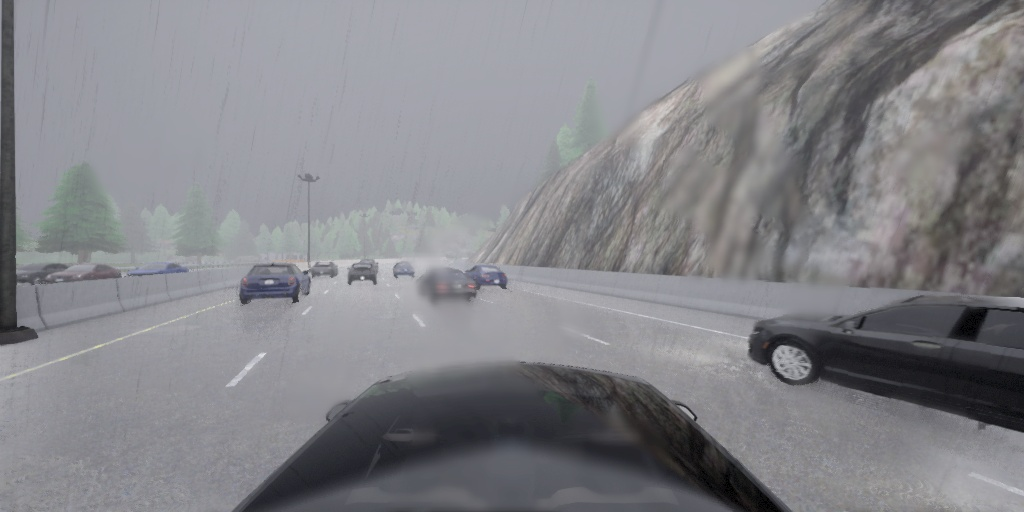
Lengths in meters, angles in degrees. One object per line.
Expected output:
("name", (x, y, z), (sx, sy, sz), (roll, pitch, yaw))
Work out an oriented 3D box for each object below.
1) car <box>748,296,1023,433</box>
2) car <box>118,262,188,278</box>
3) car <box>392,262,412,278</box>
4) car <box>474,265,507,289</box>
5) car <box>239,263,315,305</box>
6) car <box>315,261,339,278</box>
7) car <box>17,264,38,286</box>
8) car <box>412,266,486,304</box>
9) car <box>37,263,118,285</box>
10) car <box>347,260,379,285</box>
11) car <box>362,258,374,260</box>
("car", (5.687, 1.255, 4.495), (1.837, 1.490, 4.892), (0, 0, -23))
("car", (-26.410, 1.227, 26.849), (1.882, 1.535, 5.008), (0, 0, -21))
("car", (-10.417, 1.297, 34.458), (2.033, 1.411, 5.357), (0, 0, -20))
("car", (-1.758, 1.276, 22.359), (1.812, 1.442, 4.674), (0, 0, -23))
("car", (-10.710, 1.102, 16.547), (2.097, 1.767, 4.553), (0, 0, -23))
("car", (-17.658, 1.241, 33.956), (2.128, 1.511, 4.902), (0, 0, -20))
("car", (-33.256, 1.255, 25.179), (1.837, 1.490, 4.892), (0, 0, -21))
("car", (-3.113, 1.297, 16.510), (2.033, 1.411, 5.357), (0, 0, -23))
("car", (-29.385, 1.275, 24.824), (1.812, 1.442, 4.674), (0, 0, -21))
("car", (-11.034, 1.252, 26.483), (1.837, 1.490, 4.892), (0, -1, -22))
("car", (-16.074, 1.103, 40.094), (2.097, 1.767, 4.553), (0, 0, -19))
